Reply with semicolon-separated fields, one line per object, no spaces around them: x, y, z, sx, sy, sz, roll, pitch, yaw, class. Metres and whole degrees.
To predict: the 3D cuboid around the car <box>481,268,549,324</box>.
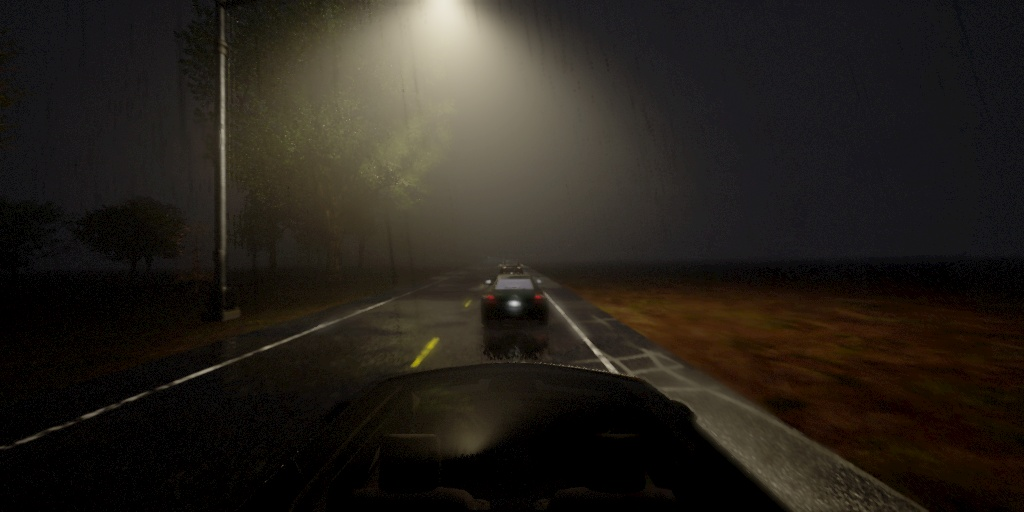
0.074;1.264;11.768;1.994;1.385;4.181;0;0;0;car

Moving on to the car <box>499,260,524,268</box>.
-0.053;1.104;29.960;2.128;1.511;4.902;0;0;-1;car
